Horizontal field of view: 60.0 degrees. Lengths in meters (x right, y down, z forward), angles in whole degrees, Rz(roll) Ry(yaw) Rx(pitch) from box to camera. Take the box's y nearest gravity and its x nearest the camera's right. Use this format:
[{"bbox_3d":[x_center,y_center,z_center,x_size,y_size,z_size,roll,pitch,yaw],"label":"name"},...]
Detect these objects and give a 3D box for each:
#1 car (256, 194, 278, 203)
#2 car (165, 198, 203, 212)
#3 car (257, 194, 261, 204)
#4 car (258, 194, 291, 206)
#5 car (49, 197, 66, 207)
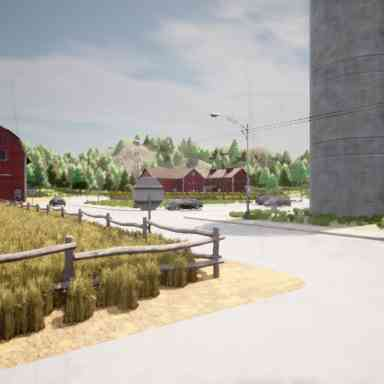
[{"bbox_3d":[16.368,1.315,73.146,1.932,1.855,4.605,0,0,-36],"label":"car"},{"bbox_3d":[-0.891,1.493,38.845,4.902,1.511,2.128,0,0,-37],"label":"car"},{"bbox_3d":[12.874,1.484,54.174,2.242,1.667,4.611,0,0,-36],"label":"car"},{"bbox_3d":[12.554,1.496,48.815,4.902,1.511,2.128,0,0,-36],"label":"car"},{"bbox_3d":[-21.201,1.527,52.420,1.812,1.442,4.674,0,0,-34],"label":"car"}]
